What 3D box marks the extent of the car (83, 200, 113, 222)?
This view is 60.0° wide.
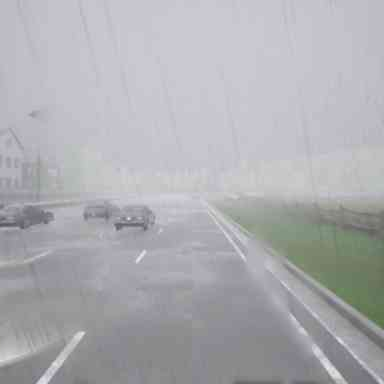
[{"bbox_3d":[-6.896,1.397,25.763,2.128,1.511,4.902,0,0,0],"label":"car"}]

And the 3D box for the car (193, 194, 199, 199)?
[{"bbox_3d":[1.065,1.182,94.516,1.812,1.442,4.674,0,0,0],"label":"car"}]

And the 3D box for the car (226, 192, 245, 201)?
[{"bbox_3d":[8.932,0.964,68.518,3.866,1.878,1.905,0,0,0],"label":"car"}]

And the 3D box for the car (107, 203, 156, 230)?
[{"bbox_3d":[-3.396,1.472,20.424,2.033,1.411,5.357,0,0,0],"label":"car"}]

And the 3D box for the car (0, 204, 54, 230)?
[{"bbox_3d":[-10.396,1.472,20.436,2.033,1.411,5.357,0,0,0],"label":"car"}]

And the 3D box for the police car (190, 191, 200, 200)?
[{"bbox_3d":[1.063,1.117,84.626,1.930,1.638,5.238,0,0,0],"label":"police car"}]
